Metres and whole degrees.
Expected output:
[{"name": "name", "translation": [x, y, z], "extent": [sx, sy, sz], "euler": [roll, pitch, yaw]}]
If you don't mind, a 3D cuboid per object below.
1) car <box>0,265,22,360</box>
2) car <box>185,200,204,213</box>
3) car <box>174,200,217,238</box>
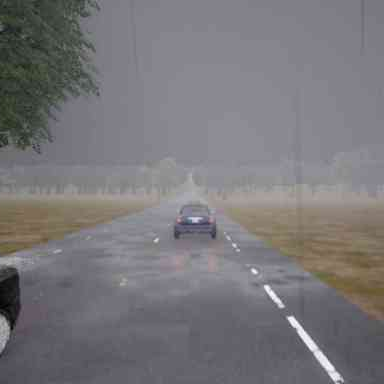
[{"name": "car", "translation": [-3.500, 1.494, 2.951], "extent": [1.882, 1.535, 5.008], "euler": [0, 0, 0]}, {"name": "car", "translation": [0.274, 1.650, 38.281], "extent": [1.994, 1.385, 4.181], "euler": [-1, 0, 0]}, {"name": "car", "translation": [0.169, 1.402, 17.971], "extent": [2.097, 1.767, 4.553], "euler": [0, 0, 0]}]
